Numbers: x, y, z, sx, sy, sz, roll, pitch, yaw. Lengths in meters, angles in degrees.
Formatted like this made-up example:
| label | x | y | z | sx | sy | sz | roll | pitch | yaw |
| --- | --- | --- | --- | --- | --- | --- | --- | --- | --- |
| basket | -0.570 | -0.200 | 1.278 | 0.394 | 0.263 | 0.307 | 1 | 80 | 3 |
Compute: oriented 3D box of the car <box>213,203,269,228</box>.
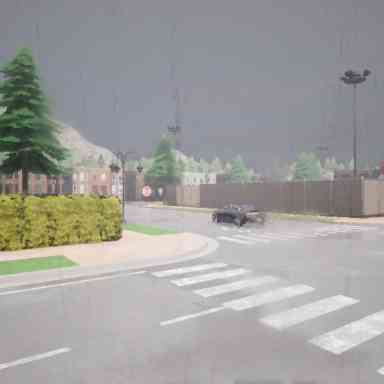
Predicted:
| label | x | y | z | sx | sy | sz | roll | pitch | yaw |
| --- | --- | --- | --- | --- | --- | --- | --- | --- | --- |
| car | 3.090 | 1.505 | 22.174 | 2.128 | 1.511 | 4.902 | -2 | 0 | -24 |
